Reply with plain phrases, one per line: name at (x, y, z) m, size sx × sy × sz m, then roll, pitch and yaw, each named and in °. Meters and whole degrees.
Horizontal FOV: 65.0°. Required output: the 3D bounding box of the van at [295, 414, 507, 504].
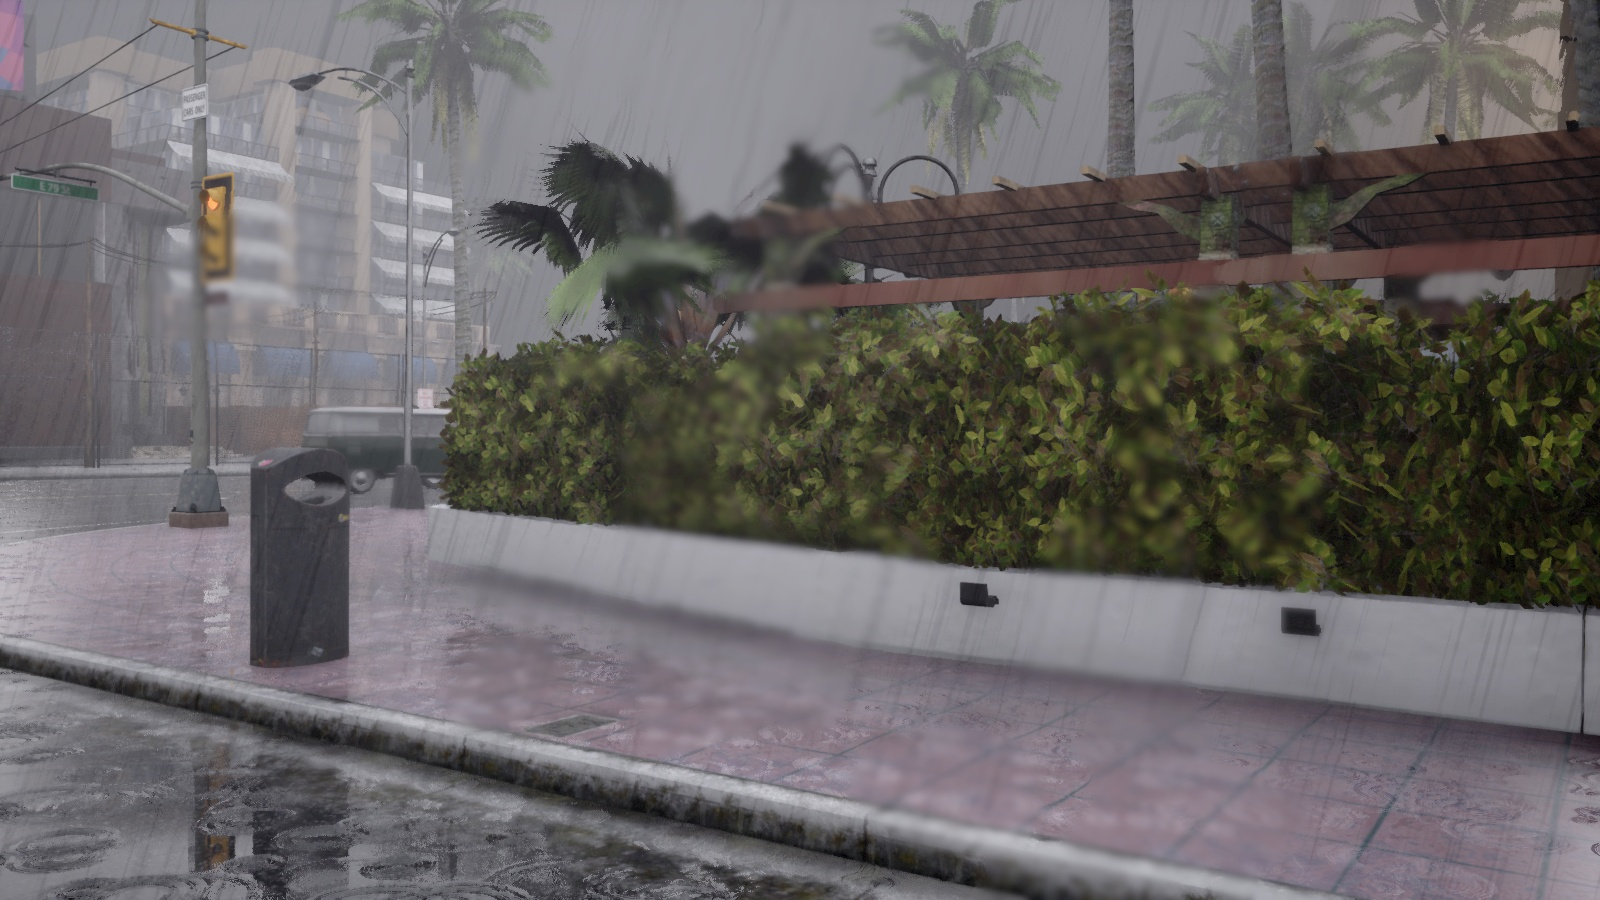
van at (-9.381, 0.163, 29.767) m, size 4.442 × 1.987 × 1.775 m, roll -1°, pitch 1°, yaw -44°
